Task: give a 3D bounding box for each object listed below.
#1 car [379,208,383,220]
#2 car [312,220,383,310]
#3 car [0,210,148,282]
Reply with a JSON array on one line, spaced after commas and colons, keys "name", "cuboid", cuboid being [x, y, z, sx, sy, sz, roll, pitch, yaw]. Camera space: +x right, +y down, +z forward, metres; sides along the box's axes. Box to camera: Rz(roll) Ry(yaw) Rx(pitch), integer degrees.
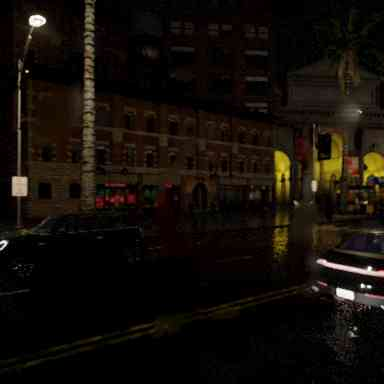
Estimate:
[{"name": "car", "cuboid": [15.624, 1.382, 23.812, 5.566, 2.045, 2.150, 0, 0, -36]}, {"name": "car", "cuboid": [4.606, 1.540, 7.096, 4.902, 1.511, 2.128, 0, 0, -35]}, {"name": "car", "cuboid": [-3.697, 1.369, 9.961, 4.553, 1.767, 2.097, 0, 0, -36]}]
